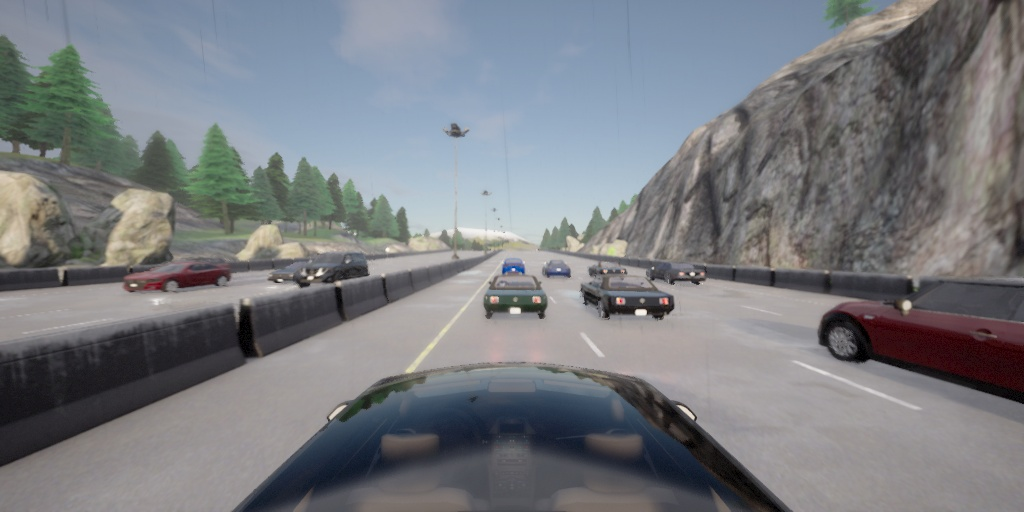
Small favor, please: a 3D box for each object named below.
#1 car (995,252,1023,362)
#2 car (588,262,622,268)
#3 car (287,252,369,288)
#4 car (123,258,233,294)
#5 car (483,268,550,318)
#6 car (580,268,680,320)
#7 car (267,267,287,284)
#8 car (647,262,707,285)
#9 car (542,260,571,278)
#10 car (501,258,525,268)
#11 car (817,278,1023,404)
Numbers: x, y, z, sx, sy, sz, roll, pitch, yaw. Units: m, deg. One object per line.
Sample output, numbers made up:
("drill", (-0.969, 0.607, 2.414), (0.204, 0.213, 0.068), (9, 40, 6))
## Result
("car", (10.601, 0.959, 4.277), (2.150, 2.045, 5.566), (0, 0, 0))
("car", (7.114, 1.075, 27.302), (1.895, 1.301, 4.718), (0, 1, 0))
("car", (-10.562, 0.772, 21.602), (2.150, 2.045, 5.566), (0, 1, 0))
("car", (-17.572, 1.056, 19.162), (1.882, 1.535, 5.008), (0, 1, 0))
("car", (0.105, 1.263, 12.468), (1.895, 1.301, 4.718), (0, 1, 0))
("car", (3.605, 1.267, 12.211), (1.895, 1.301, 4.718), (0, 1, 0))
("car", (-14.038, 1.055, 24.391), (2.033, 1.411, 5.357), (0, 1, 0))
("car", (10.611, 1.077, 23.599), (2.033, 1.411, 5.357), (0, 1, 0))
("car", (3.615, 1.001, 29.541), (1.994, 1.385, 4.181), (0, 1, 0))
("car", (0.116, 0.893, 30.684), (1.882, 1.535, 5.008), (0, 1, 0))
("car", (7.101, 1.081, 5.197), (2.097, 1.767, 4.553), (0, 0, 0))
